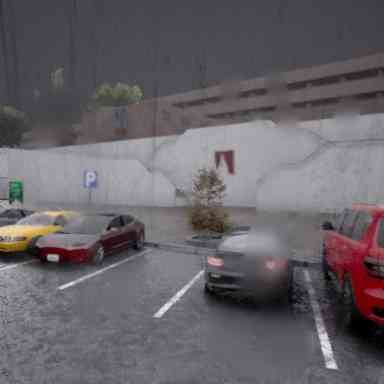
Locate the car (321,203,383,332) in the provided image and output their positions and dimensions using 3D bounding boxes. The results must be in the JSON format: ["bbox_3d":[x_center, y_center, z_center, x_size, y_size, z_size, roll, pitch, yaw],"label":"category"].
[{"bbox_3d":[3.985,1.240,6.677,2.435,2.045,5.566,0,-1,15],"label":"car"}]

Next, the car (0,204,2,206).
[{"bbox_3d":[-8.169,1.467,15.340,2.163,1.488,4.792,1,0,15],"label":"car"}]

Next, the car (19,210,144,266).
[{"bbox_3d":[-3.318,1.500,11.814,2.163,1.488,4.792,1,0,16],"label":"car"}]

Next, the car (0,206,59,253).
[{"bbox_3d":[-5.785,1.450,13.396,1.946,1.575,5.366,1,0,15],"label":"car"}]

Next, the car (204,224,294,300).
[{"bbox_3d":[1.546,1.527,8.375,2.002,1.452,4.674,0,-1,15],"label":"car"}]
